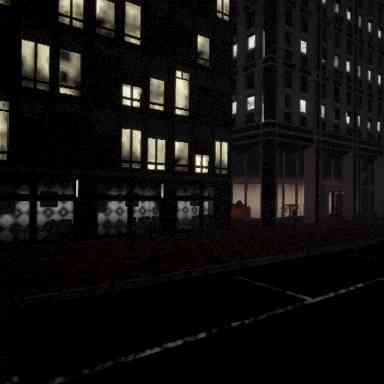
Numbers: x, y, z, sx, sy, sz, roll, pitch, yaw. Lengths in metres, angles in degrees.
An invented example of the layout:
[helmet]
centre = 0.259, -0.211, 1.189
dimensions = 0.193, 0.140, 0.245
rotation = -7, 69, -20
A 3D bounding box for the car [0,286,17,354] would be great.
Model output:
[car]
centre = -4.509, 1.521, 3.328
dimensions = 4.829, 1.417, 1.752
rotation = 0, 1, -35
